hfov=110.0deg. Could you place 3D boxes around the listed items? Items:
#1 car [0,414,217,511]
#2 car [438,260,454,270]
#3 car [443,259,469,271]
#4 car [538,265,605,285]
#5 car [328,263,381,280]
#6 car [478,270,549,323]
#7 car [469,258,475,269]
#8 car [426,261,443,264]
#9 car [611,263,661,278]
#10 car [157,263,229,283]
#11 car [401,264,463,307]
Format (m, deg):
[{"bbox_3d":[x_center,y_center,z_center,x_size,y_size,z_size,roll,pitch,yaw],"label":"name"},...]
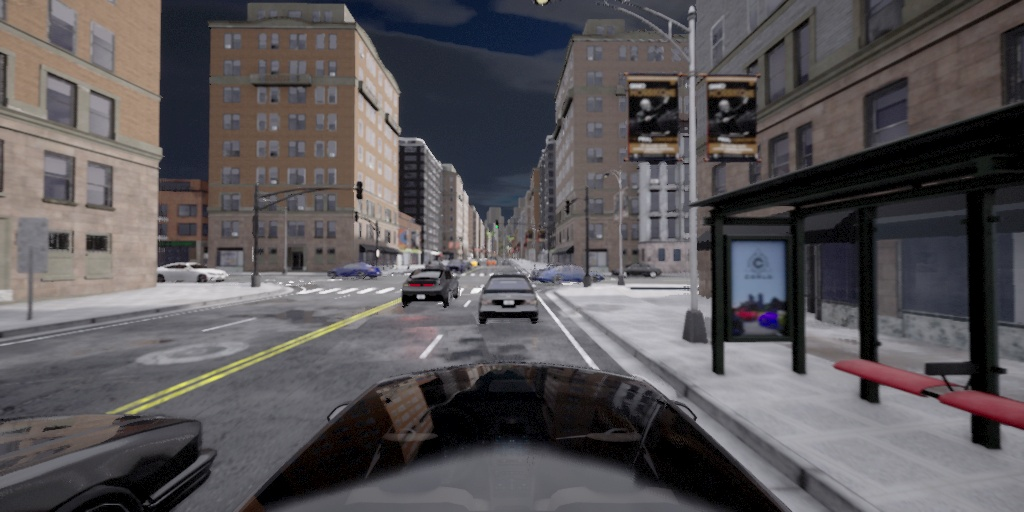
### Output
[{"bbox_3d":[-3.197,1.294,0.282,2.033,1.411,5.357,0,0,-1],"label":"car"},{"bbox_3d":[-10.726,1.412,58.312,1.812,1.442,4.674,0,0,0],"label":"car"},{"bbox_3d":[-7.356,1.215,47.280,2.097,1.767,4.553,0,0,-1],"label":"car"},{"bbox_3d":[4.019,1.326,25.881,5.357,1.411,2.033,0,-1,-23],"label":"car"},{"bbox_3d":[-14.073,1.336,32.079,4.674,1.442,1.812,0,-2,12],"label":"car"},{"bbox_3d":[-0.130,1.324,12.300,2.033,1.411,5.357,0,0,-1],"label":"car"},{"bbox_3d":[-7.462,1.373,56.418,2.128,1.511,4.902,0,0,0],"label":"car"},{"bbox_3d":[-10.595,1.372,48.920,1.837,1.490,4.892,0,0,2],"label":"car"},{"bbox_3d":[12.532,1.453,36.291,4.892,1.490,1.837,0,-1,-1],"label":"car"},{"bbox_3d":[-23.059,1.208,25.674,4.674,1.442,1.812,0,-1,-2],"label":"car"},{"bbox_3d":[-3.452,1.290,15.765,1.837,1.490,4.892,0,0,-1],"label":"car"}]
